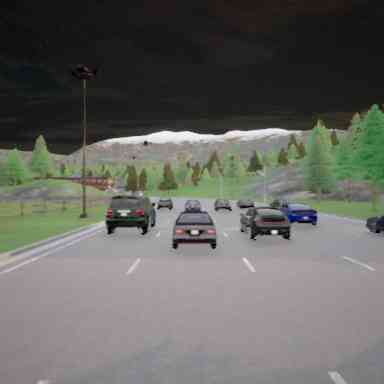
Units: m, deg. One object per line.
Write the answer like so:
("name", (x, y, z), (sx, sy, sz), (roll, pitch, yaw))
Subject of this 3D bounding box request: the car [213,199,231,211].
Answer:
("car", (3.594, 1.511, 39.863), (2.033, 1.411, 5.357), (0, 0, 0))

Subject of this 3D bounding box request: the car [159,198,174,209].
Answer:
("car", (-3.406, 1.452, 42.878), (2.128, 1.511, 4.902), (0, 0, 0))

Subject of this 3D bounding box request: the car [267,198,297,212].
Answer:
("car", (10.593, 1.512, 39.602), (2.033, 1.411, 5.357), (0, 0, 0))

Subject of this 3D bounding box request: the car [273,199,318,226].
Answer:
("car", (7.096, 1.457, 23.220), (1.882, 1.535, 5.008), (0, 0, 0))

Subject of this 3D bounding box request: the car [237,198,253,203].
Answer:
("car", (7.092, 1.524, 44.400), (1.994, 1.385, 4.181), (0, 0, 0))

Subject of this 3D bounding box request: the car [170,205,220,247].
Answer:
("car", (0.097, 1.534, 14.828), (2.033, 1.411, 5.357), (0, 0, 0))

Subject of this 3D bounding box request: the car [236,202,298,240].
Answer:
("car", (3.597, 1.490, 16.929), (1.837, 1.490, 4.892), (0, 0, 0))

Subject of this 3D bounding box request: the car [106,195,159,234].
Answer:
("car", (-3.401, 1.204, 19.309), (2.150, 2.045, 5.566), (0, 0, 0))

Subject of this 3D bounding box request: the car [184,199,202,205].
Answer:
("car", (0.092, 1.515, 36.897), (2.033, 1.411, 5.357), (0, 0, 0))

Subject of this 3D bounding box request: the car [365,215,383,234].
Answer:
("car", (10.598, 1.533, 16.138), (2.033, 1.411, 5.357), (0, 0, 0))
